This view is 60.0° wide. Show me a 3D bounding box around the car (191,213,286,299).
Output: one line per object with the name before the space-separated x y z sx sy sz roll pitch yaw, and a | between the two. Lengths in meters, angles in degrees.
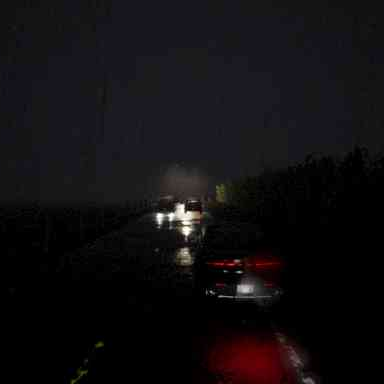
car | 0.973 1.505 8.444 1.837 1.490 4.892 0 0 0

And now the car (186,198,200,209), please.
car | 0.127 1.526 45.787 1.812 1.442 4.674 0 0 0

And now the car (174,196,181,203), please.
car | -2.677 1.508 61.754 1.837 1.490 4.892 0 0 0

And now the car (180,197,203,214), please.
car | 0.117 1.491 35.613 2.128 1.511 4.902 0 0 0

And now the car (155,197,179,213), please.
car | -2.805 1.564 36.169 1.994 1.385 4.181 0 0 0
